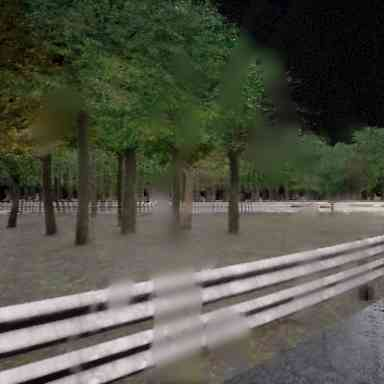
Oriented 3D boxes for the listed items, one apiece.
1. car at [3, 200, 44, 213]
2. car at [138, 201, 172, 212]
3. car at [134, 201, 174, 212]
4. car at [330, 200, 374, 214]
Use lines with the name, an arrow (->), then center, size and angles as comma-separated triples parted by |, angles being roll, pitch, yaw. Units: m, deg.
car -> -20.039, 1.712, 39.900 | 4.902, 1.511, 2.128 | 0, -1, 0
car -> -5.304, 2.005, 43.320 | 4.718, 1.301, 1.895 | 0, -1, 0
car -> -5.316, 2.018, 46.820 | 5.357, 1.411, 2.033 | 0, -1, 0
car -> 19.095, 1.720, 39.700 | 4.892, 1.490, 1.837 | 0, -1, 0
